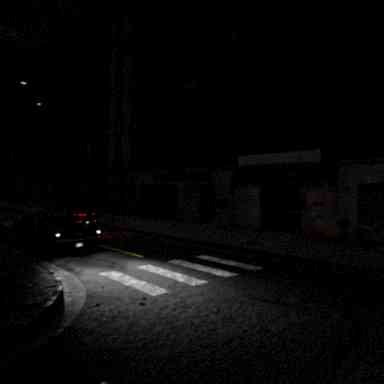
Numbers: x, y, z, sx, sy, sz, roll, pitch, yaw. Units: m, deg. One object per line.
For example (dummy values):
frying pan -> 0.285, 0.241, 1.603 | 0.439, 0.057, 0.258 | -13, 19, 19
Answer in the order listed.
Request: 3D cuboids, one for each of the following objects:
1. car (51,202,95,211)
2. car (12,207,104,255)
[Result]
car -> -7.121, 1.318, 19.100 | 1.837, 1.490, 4.892 | 1, 0, -43
car -> -5.323, 1.468, 12.908 | 1.895, 1.301, 4.718 | 1, 0, -43
